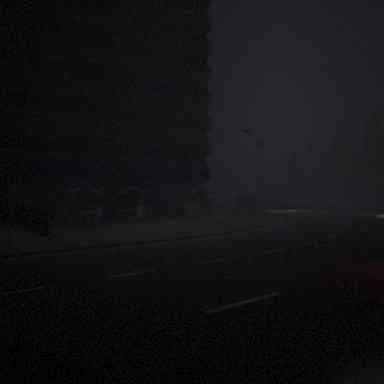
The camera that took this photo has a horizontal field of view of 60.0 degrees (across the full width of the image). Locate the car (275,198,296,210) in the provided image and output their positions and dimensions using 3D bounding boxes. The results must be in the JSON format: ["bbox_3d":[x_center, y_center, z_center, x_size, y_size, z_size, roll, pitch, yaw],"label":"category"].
[{"bbox_3d":[11.535,1.528,43.676,1.812,1.442,4.674,0,0,-24],"label":"car"}]

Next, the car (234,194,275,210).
[{"bbox_3d":[7.794,1.226,43.619,2.150,2.045,5.566,0,0,-28],"label":"car"}]
